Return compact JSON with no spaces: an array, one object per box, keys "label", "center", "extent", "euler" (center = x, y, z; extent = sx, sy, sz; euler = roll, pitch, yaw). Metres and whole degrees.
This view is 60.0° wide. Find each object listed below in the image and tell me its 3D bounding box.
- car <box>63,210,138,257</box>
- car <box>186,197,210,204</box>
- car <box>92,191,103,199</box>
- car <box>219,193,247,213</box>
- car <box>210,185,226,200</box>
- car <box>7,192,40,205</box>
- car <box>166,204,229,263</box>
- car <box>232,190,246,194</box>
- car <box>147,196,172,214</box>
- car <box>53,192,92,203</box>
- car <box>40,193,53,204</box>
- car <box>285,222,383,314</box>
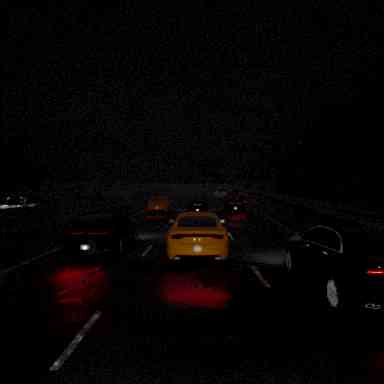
[{"label":"car","center":[-3.307,1.447,12.767],"extent":[1.837,1.490,4.892],"euler":[0,1,1]},{"label":"car","center":[0.519,1.193,29.842],"extent":[1.837,1.490,4.892],"euler":[0,1,1]},{"label":"car","center":[-16.304,0.630,55.475],"extent":[1.882,1.535,5.008],"euler":[0,1,3]},{"label":"car","center":[3.980,1.141,32.271],"extent":[1.837,1.490,4.892],"euler":[0,1,2]},{"label":"car","center":[4.894,0.248,59.249],"extent":[2.150,2.045,5.566],"euler":[0,2,2]},{"label":"car","center":[-23.000,0.765,45.026],"extent":[2.097,1.767,4.553],"euler":[0,1,-1]},{"label":"car","center":[0.181,1.427,11.832],"extent":[1.882,1.535,5.008],"euler":[0,1,1]},{"label":"car","center":[8.142,0.643,55.723],"extent":[1.812,1.442,4.674],"euler":[0,2,4]},{"label":"car","center":[-2.949,1.145,31.129],"extent":[1.882,1.535,5.008],"euler":[0,1,1]},{"label":"car","center":[-13.450,1.033,37.659],"extent":[1.882,1.535,5.008],"euler":[0,1,2]},{"label":"car","center":[-20.034,0.879,47.505],"extent":[1.812,1.442,4.674],"euler":[0,1,2]},{"label":"car","center":[3.528,1.439,7.552],"extent":[1.837,1.490,4.892],"euler":[0,0,1]}]
